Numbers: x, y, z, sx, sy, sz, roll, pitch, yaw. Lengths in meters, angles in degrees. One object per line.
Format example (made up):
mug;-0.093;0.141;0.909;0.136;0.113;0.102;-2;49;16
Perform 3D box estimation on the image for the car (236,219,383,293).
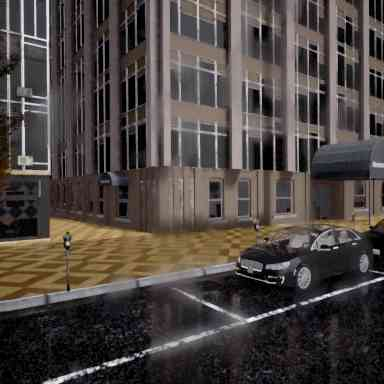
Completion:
car;3.091;1.549;8.784;4.403;1.369;2.008;0;-1;-36
